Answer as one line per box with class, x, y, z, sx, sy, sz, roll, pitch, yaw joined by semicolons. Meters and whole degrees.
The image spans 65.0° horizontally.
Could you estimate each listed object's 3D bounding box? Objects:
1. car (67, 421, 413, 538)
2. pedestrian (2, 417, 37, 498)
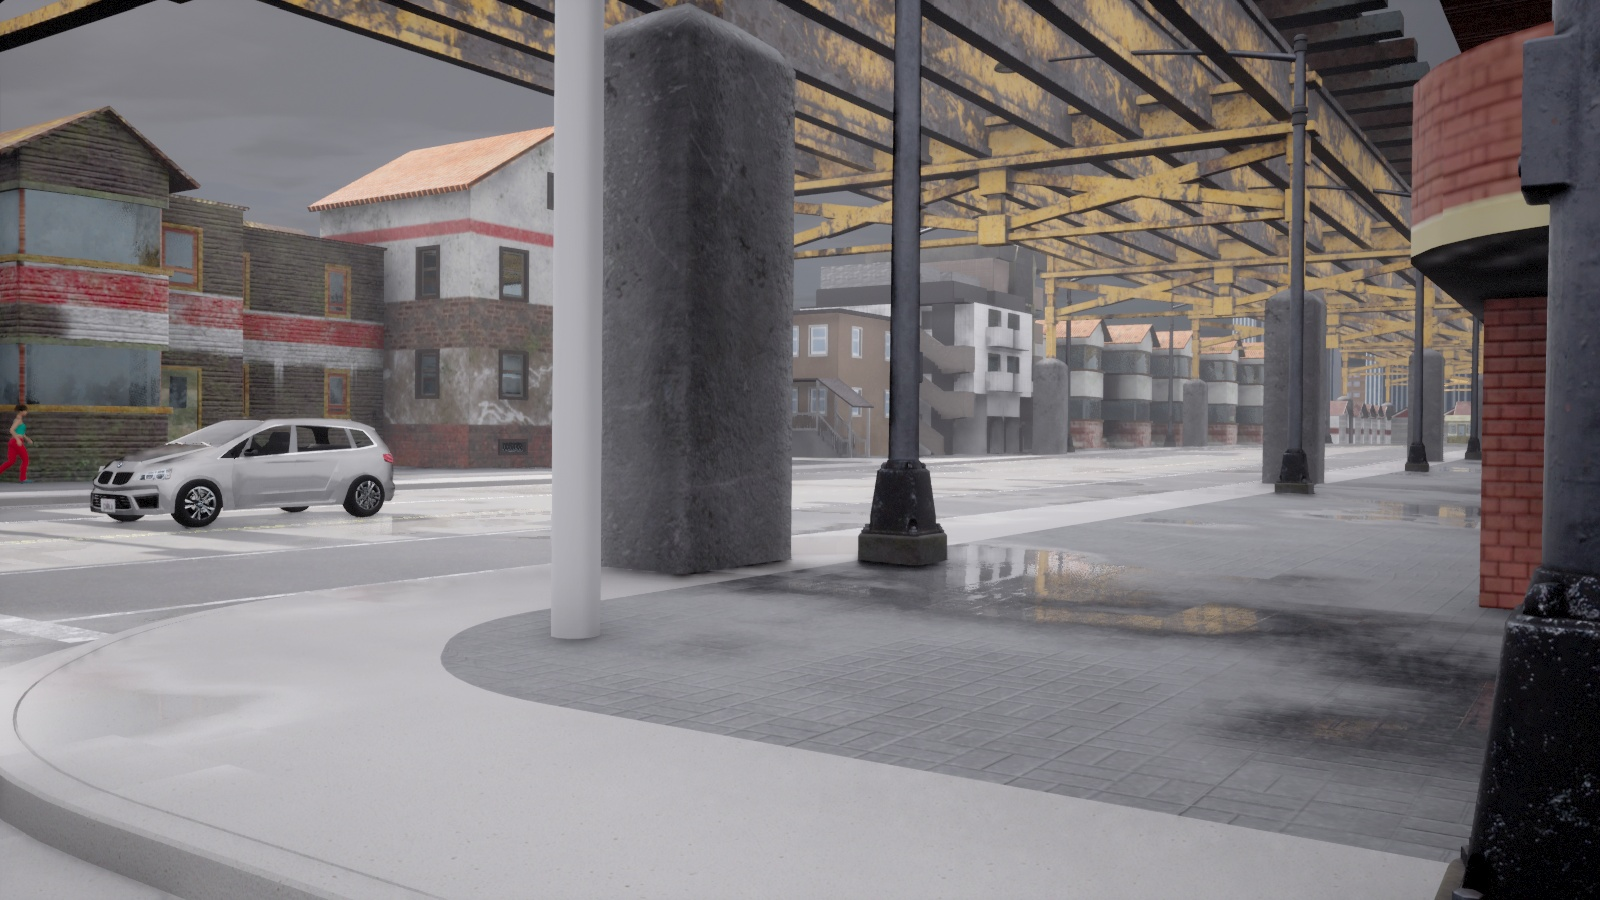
car;-8.884;0.379;20.320;2.242;1.667;4.611;0;1;34
pedestrian;-17.748;0.167;28.554;0.594;1.836;0.345;-1;1;-42
